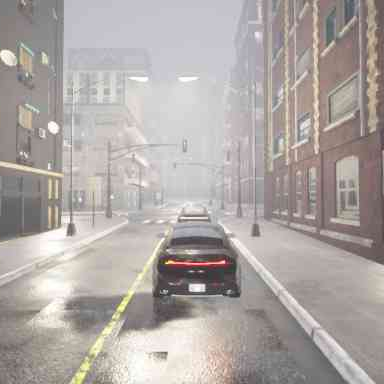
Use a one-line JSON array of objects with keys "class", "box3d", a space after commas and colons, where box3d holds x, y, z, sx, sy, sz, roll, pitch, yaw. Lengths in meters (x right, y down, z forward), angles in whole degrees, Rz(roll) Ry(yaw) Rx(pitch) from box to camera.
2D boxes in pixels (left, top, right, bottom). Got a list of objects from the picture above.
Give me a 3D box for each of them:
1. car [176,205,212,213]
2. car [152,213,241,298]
[{"class": "car", "box3d": [0.130, 1.511, 18.913, 2.128, 1.511, 4.902, 0, 0, 0]}, {"class": "car", "box3d": [0.106, 1.511, 8.521, 1.837, 1.490, 4.892, 0, 0, 0]}]
